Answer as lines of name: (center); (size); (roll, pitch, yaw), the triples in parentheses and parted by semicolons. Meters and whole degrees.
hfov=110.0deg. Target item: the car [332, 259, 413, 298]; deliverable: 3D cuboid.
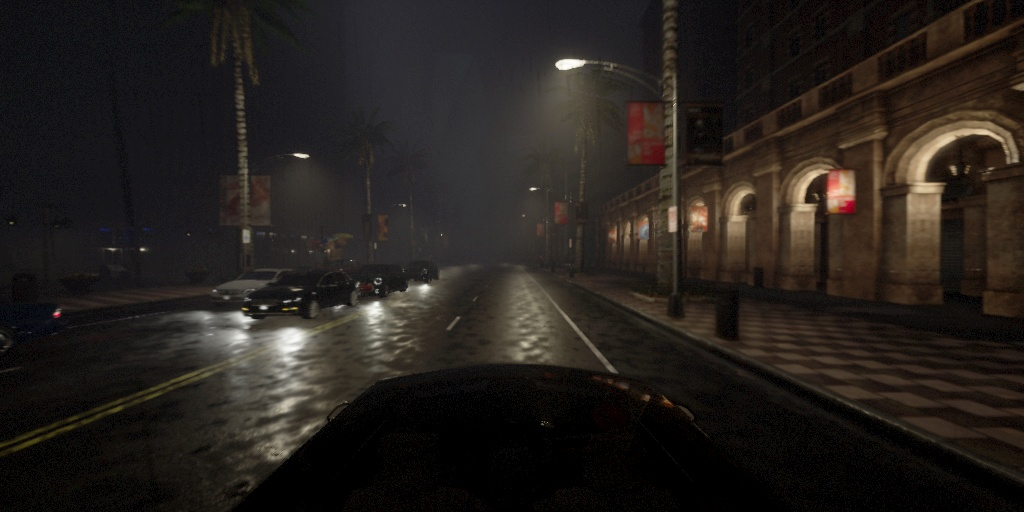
car: (-6.943, 1.158, 18.408); (2.097, 1.767, 4.553); (0, 0, 0)

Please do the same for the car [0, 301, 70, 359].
car: (-10.594, 1.283, 5.362); (2.033, 1.411, 5.357); (0, 0, 0)

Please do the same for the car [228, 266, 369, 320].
car: (-7.068, 1.246, 12.649); (1.837, 1.490, 4.892); (0, 0, 0)

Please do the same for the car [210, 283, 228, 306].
car: (-10.554, 1.261, 15.614); (1.812, 1.442, 4.674); (0, 0, 1)

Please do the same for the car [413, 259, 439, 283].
car: (-6.983, 1.092, 27.327); (2.097, 1.767, 4.553); (0, 0, 0)
